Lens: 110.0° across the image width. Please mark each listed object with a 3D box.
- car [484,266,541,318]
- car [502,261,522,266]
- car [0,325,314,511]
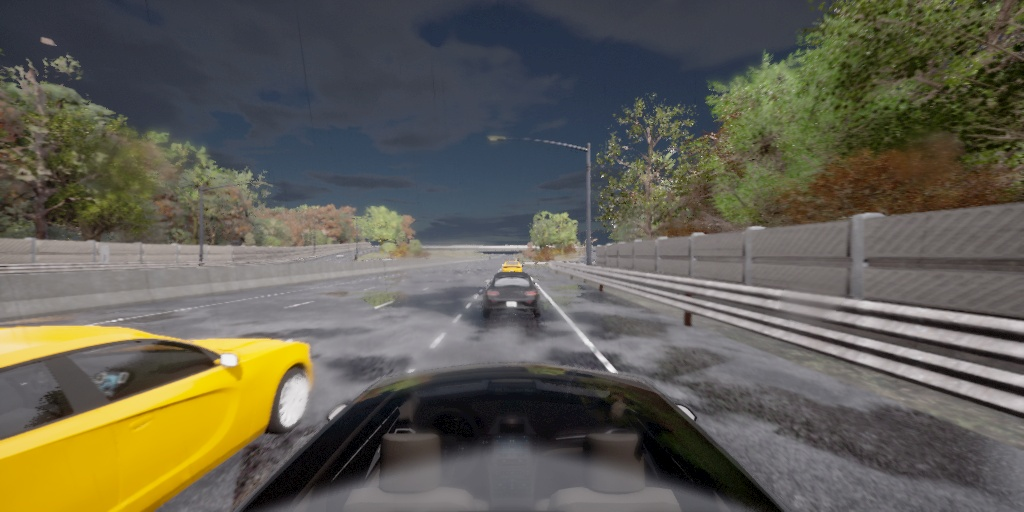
[{"bbox_3d":[0.004,1.274,12.936,1.812,1.442,4.674,0,0,0],"label":"car"},{"bbox_3d":[0.020,1.235,35.564,1.882,1.535,5.008,0,0,0],"label":"car"},{"bbox_3d":[-3.397,1.228,2.473,1.882,1.535,5.008,0,0,0],"label":"car"}]
